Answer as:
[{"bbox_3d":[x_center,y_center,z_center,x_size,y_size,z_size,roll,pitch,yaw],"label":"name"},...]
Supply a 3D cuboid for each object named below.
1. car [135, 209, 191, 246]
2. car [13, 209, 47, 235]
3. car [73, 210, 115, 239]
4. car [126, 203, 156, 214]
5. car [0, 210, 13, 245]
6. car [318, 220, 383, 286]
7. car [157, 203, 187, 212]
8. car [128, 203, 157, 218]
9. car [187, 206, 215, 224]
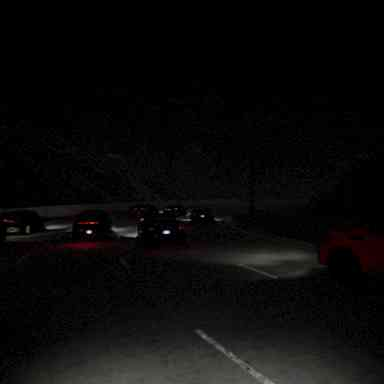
[{"bbox_3d":[-1.598,1.788,16.697,1.994,1.385,4.181,0,-1,-13],"label":"car"},{"bbox_3d":[-10.815,1.867,21.177,1.837,1.490,4.892,0,-1,-5],"label":"car"},{"bbox_3d":[-5.607,1.796,19.236,1.837,1.490,4.892,-1,-1,-9],"label":"car"},{"bbox_3d":[-6.690,2.180,44.430,1.994,1.385,4.181,-1,-1,24],"label":"car"},{"bbox_3d":[-9.612,1.484,13.948,2.150,2.045,5.566,0,-1,-13],"label":"car"},{"bbox_3d":[5.475,1.266,7.204,2.150,2.045,5.566,0,-1,-28],"label":"car"},{"bbox_3d":[-1.701,1.949,35.285,2.128,1.511,4.902,-1,-1,11],"label":"car"},{"bbox_3d":[-4.978,1.992,36.414,2.128,1.511,4.902,-1,-1,12],"label":"car"},{"bbox_3d":[0.896,1.909,28.187,1.994,1.385,4.181,-1,-1,2],"label":"car"}]
